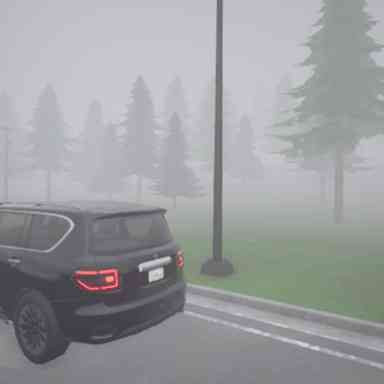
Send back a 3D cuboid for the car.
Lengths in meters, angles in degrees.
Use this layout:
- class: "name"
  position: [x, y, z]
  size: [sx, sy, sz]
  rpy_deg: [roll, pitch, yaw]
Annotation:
- class: "car"
  position: [-2.707, 1.161, 5.955]
  size: [5.566, 2.045, 2.150]
  rpy_deg: [1, 1, 34]
